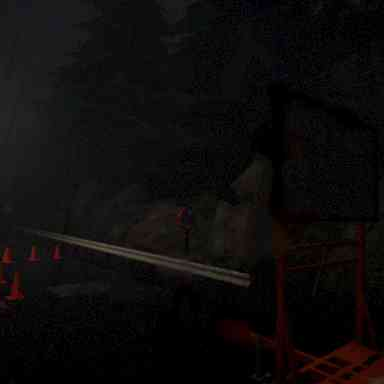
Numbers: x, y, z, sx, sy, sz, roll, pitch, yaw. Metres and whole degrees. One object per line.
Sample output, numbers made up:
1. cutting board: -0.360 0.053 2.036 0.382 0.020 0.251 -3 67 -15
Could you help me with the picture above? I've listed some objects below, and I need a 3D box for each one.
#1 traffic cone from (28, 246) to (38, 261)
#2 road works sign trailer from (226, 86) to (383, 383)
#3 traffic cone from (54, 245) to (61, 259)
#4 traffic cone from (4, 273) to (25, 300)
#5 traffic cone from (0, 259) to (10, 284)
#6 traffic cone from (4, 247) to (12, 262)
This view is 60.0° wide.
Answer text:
1. traffic cone: -6.720 2.586 14.106 0.340 0.580 0.340 4 -4 -40
2. road works sign trailer: 1.510 0.753 4.094 2.380 3.560 2.880 4 -4 -40
3. traffic cone: -5.958 2.643 14.751 0.340 0.580 0.340 4 -4 -40
4. traffic cone: -4.358 2.320 8.245 0.340 0.580 0.340 4 -4 -40
5. traffic cone: -5.653 2.371 9.768 0.340 0.580 0.340 4 -4 -40
6. traffic cone: -7.481 2.529 13.460 0.340 0.580 0.340 4 -4 -40
